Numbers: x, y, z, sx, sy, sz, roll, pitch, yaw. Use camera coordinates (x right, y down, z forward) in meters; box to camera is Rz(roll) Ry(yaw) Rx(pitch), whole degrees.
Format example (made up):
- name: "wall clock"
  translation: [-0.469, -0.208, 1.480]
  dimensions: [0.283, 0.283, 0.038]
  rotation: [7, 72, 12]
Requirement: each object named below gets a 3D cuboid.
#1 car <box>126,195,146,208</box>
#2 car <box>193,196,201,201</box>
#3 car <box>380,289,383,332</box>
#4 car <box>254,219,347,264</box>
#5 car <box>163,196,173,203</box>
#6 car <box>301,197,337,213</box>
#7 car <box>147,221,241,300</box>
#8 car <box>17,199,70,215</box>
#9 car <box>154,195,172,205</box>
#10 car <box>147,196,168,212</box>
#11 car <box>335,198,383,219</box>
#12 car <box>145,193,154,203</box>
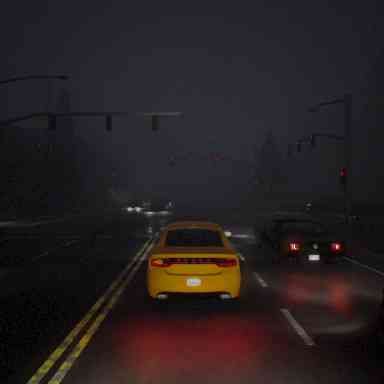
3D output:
- name: "car"
  translation: [-8.258, 1.564, 48.379]
  dimensions: [1.994, 1.385, 4.181]
  rotation: [0, 0, -2]
- name: "car"
  translation: [1.303, 1.595, 88.213]
  dimensions: [1.895, 1.301, 4.718]
  rotation: [0, 0, -1]
- name: "car"
  translation: [3.597, 1.478, 2.711]
  dimensions: [1.882, 1.535, 5.008]
  rotation: [0, 0, 0]
- name: "car"
  translation: [3.502, 1.601, 11.801]
  dimensions: [1.895, 1.301, 4.718]
  rotation: [0, 0, -1]
- name: "car"
  translation: [-5.292, 1.552, 72.484]
  dimensions: [1.994, 1.385, 4.181]
  rotation: [0, 0, -1]
- name: "car"
  translation: [14.082, 1.352, 35.565]
  dimensions: [4.553, 1.767, 2.097]
  rotation: [0, 0, -2]
- name: "car"
  translation: [0.034, 1.478, 8.477]
  dimensions: [1.882, 1.535, 5.008]
  rotation: [0, 0, 0]
- name: "car"
  translation: [-15.030, 1.478, 33.803]
  dimensions: [5.008, 1.535, 1.882]
  rotation: [0, 1, -8]
- name: "car"
  translation: [-4.965, 1.564, 56.643]
  dimensions: [1.994, 1.385, 4.181]
  rotation: [0, 0, -1]
- name: "car"
  translation: [-4.145, 1.525, 39.527]
  dimensions: [1.812, 1.442, 4.674]
  rotation: [0, 0, -8]
- name: "car"
  translation: [15.337, 1.491, 28.444]
  dimensions: [4.902, 1.511, 2.128]
  rotation: [0, 0, -1]
- name: "car"
  translation: [-8.675, 1.222, 67.816]
  dimensions: [2.150, 2.045, 5.566]
  rotation: [0, 0, -1]
